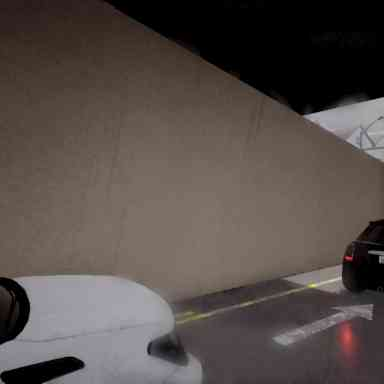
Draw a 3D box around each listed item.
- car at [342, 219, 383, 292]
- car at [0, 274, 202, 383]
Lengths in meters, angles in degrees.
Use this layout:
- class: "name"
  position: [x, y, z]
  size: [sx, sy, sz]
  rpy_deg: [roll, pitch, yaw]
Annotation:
- class: "car"
  position: [5.521, 1.352, 7.702]
  size: [4.553, 1.767, 2.097]
  rpy_deg: [0, 0, -36]
- class: "car"
  position: [-2.573, 1.221, 1.953]
  size: [5.566, 2.045, 2.150]
  rpy_deg: [0, 0, -35]
